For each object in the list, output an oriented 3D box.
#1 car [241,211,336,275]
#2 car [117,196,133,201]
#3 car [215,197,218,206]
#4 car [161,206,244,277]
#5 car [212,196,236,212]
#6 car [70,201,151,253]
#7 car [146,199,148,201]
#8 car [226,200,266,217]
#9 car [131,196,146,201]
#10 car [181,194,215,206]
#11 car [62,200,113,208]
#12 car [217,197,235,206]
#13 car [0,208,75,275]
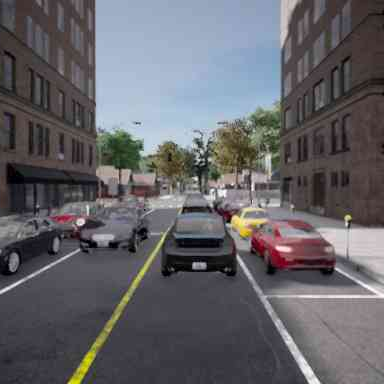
[{"bbox_3d":[2.722,1.432,9.673,1.802,1.307,4.206,0,1,1],"label":"car"},{"bbox_3d":[-5.194,1.214,20.615,1.752,1.417,4.829,0,1,1],"label":"car"},{"bbox_3d":[2.888,1.188,26.225,1.802,1.307,4.206,0,1,1],"label":"car"},{"bbox_3d":[0.185,1.353,9.726,1.837,1.490,4.892,0,0,1],"label":"car"},{"bbox_3d":[2.944,1.091,31.743,1.947,1.339,4.313,0,1,1],"label":"car"},{"bbox_3d":[-2.735,1.297,12.738,2.128,1.511,4.902,0,1,1],"label":"car"},{"bbox_3d":[-5.081,1.107,31.822,1.802,1.307,4.206,0,1,1],"label":"car"},{"bbox_3d":[2.779,1.291,15.360,1.752,1.417,4.829,0,1,1],"label":"car"},{"bbox_3d":[-5.137,1.046,26.302,1.967,1.590,4.097,0,1,1],"label":"car"},{"bbox_3d":[0.307,1.147,21.923,1.882,1.535,5.008,0,1,1],"label":"car"},{"bbox_3d":[-5.248,1.208,15.266,1.967,1.590,4.097,0,1,1],"label":"car"},{"bbox_3d":[2.832,1.232,20.707,1.887,1.381,4.507,0,1,1],"label":"car"},{"bbox_3d":[-5.303,1.400,9.750,2.008,1.369,4.403,0,1,1],"label":"car"}]
